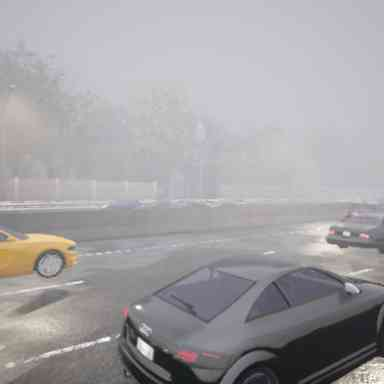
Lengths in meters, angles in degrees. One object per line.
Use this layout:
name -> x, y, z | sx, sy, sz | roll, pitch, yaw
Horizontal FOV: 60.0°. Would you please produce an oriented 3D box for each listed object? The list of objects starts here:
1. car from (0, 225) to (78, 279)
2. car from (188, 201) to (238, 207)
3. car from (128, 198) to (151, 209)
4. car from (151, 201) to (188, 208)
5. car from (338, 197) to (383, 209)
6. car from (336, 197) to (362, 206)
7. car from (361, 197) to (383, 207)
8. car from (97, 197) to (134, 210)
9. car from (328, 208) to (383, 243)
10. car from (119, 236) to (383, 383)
car -> -5.503, 1.484, 8.418 | 5.008, 1.535, 1.882 | 0, 0, -35
car -> 2.283, 1.558, 27.089 | 4.674, 1.442, 1.812 | 0, 0, -35
car -> -2.987, 1.582, 31.933 | 5.357, 1.411, 2.033 | 0, 0, -35
car -> -0.746, 1.525, 29.229 | 4.902, 1.511, 2.128 | 0, 0, -35
car -> 11.270, 1.382, 20.357 | 4.553, 1.767, 2.097 | 0, 0, -35
car -> 27.230, 1.596, 57.629 | 5.008, 1.535, 1.882 | 0, 0, -35
car -> 30.786, 1.619, 55.863 | 4.902, 1.511, 2.128 | 0, 0, -35
car -> -7.153, 1.386, 33.260 | 4.553, 1.767, 2.097 | 0, 0, -35
car -> 7.643, 1.567, 13.480 | 5.357, 1.411, 2.033 | 0, 0, -35
car -> 1.156, 1.570, 4.566 | 4.181, 1.385, 1.994 | 0, 0, -35
